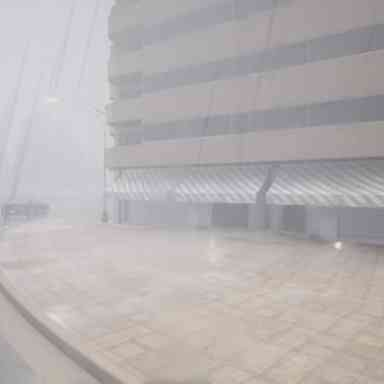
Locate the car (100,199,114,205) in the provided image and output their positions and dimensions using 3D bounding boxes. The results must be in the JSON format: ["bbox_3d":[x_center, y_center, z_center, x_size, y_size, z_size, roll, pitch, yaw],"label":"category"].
[{"bbox_3d":[-12.061,1.188,51.393,1.812,1.442,4.674,1,0,32],"label":"car"}]

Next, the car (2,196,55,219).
[{"bbox_3d":[-13.136,1.240,26.627,1.882,1.535,5.008,0,0,-1],"label":"car"}]

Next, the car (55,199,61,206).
[{"bbox_3d":[-19.919,1.223,44.242,1.895,1.301,4.718,1,0,25],"label":"car"}]
